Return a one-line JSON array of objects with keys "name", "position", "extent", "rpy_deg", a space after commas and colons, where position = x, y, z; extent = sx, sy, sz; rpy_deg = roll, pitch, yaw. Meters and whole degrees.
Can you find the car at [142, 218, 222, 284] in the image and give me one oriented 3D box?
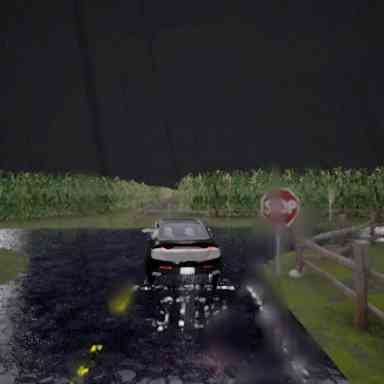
[{"name": "car", "position": [-0.408, 1.507, 9.700], "extent": [2.128, 1.511, 4.902], "rpy_deg": [0, 0, -7]}]
